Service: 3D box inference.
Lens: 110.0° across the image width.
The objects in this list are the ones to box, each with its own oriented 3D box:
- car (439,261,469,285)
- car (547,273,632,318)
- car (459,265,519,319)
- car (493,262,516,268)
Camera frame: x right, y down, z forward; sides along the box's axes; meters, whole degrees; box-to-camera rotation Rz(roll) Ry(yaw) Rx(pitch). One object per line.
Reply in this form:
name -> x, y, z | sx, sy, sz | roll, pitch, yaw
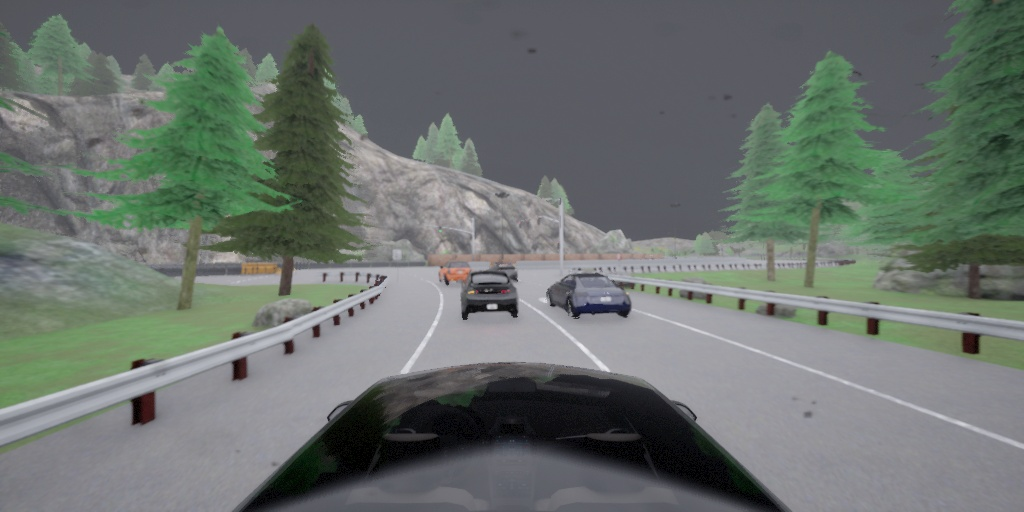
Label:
car -> -4.221, 1.143, 26.783 | 2.097, 1.767, 4.553 | 0, 0, -18
car -> 2.605, 1.299, 12.961 | 1.994, 1.385, 4.181 | 0, 0, -8
car -> -0.920, 1.266, 13.041 | 1.837, 1.490, 4.892 | 0, 0, -8
car -> -0.771, 1.259, 29.071 | 2.128, 1.511, 4.902 | 0, 0, -11
